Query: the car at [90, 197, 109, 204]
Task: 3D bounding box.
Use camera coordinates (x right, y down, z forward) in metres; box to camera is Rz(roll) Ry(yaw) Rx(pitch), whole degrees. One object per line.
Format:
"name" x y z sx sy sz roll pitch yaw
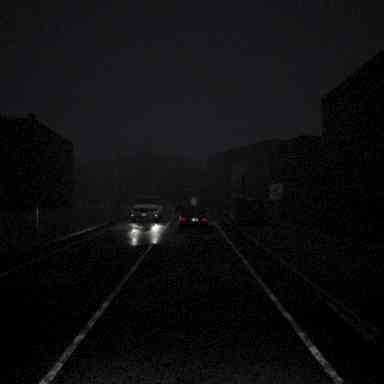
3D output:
"car" -18.460 1.711 66.275 4.902 1.511 2.128 0 -1 41

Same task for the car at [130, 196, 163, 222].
"car" -3.664 1.351 27.716 2.150 2.045 5.566 0 0 -1

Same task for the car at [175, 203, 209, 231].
"car" 0.099 1.648 21.402 2.033 1.411 5.357 0 0 0

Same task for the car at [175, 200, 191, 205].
"car" -1.057 1.690 41.726 2.128 1.511 4.902 0 0 -9
